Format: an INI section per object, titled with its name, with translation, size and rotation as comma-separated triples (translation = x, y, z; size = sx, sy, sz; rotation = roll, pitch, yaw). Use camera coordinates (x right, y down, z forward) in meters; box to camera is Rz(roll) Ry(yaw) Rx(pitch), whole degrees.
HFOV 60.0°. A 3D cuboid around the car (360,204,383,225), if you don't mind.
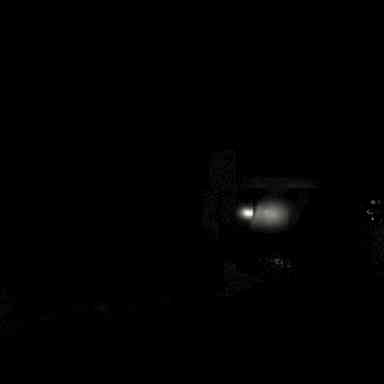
[car]
translation = 11.982, 1.453, 25.195
size = 2.097, 1.767, 4.553
rotation = -1, 0, -35
